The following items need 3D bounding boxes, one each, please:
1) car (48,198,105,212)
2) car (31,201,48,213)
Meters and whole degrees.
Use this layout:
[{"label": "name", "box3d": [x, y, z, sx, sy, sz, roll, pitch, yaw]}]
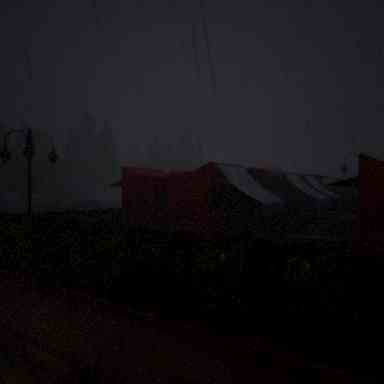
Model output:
[{"label": "car", "box3d": [-10.317, 1.357, 30.722, 1.837, 1.490, 4.892, 1, 0, 36]}, {"label": "car", "box3d": [-13.362, 1.389, 32.487, 1.994, 1.385, 4.181, 1, 0, 36]}]
